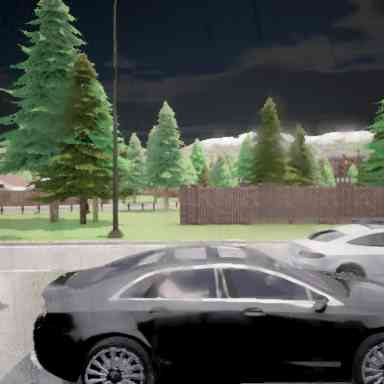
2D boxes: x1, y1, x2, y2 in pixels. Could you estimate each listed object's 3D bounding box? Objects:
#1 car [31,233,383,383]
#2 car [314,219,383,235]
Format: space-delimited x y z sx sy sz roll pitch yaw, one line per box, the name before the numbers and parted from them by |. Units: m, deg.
car | 0.568 1.486 4.343 4.902 1.511 2.128 0 0 -2
car | 4.606 1.505 7.992 4.674 1.442 1.812 0 0 -2
